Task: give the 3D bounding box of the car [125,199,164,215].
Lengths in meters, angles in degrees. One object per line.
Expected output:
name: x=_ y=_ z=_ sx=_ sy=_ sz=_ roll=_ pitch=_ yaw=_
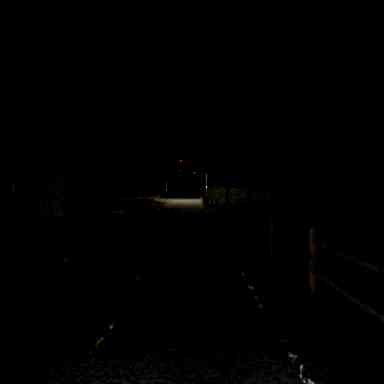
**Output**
car: x=-4.699 y=1.378 z=32.238 sx=1.882 sy=1.535 sz=5.008 roll=2 pitch=-1 yaw=-40
